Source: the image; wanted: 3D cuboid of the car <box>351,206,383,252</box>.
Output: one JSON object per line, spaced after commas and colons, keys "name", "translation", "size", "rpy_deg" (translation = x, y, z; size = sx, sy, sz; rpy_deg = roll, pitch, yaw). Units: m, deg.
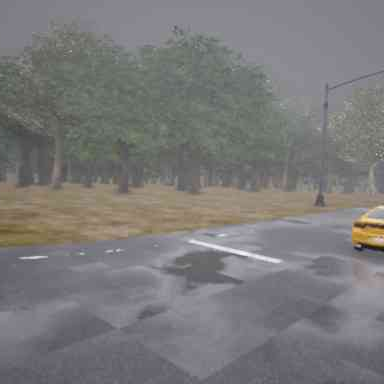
{"name": "car", "translation": [7.143, 1.208, 11.388], "size": [1.882, 1.535, 5.008], "rpy_deg": [5, 4, 44]}
